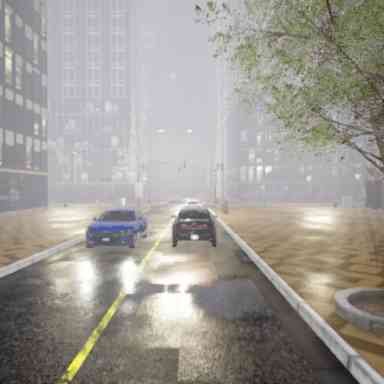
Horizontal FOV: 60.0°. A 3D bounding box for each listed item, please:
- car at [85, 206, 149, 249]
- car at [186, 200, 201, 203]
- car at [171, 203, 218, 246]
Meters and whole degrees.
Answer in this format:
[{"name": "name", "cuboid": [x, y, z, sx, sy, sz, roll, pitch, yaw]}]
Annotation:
[{"name": "car", "cuboid": [-3.074, 1.433, 14.452, 1.882, 1.535, 5.008, 0, 0, 0]}, {"name": "car", "cuboid": [0.100, 1.437, 31.226, 1.812, 1.442, 4.674, 0, 0, 0]}, {"name": "car", "cuboid": [0.100, 1.458, 14.972, 1.837, 1.490, 4.892, 0, 0, 0]}]
